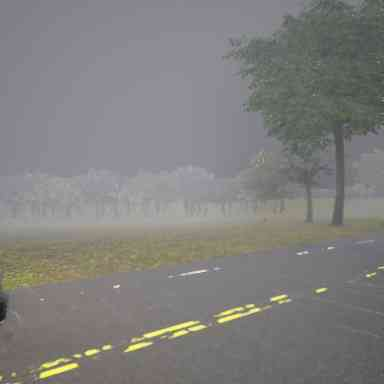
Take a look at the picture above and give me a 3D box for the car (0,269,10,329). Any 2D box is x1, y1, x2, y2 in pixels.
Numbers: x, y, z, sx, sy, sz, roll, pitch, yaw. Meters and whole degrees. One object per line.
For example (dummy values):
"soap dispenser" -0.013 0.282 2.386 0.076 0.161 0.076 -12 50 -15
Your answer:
"car" -5.169 1.711 4.322 4.892 1.490 1.837 0 -2 -37
